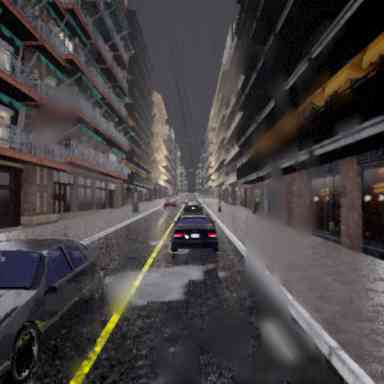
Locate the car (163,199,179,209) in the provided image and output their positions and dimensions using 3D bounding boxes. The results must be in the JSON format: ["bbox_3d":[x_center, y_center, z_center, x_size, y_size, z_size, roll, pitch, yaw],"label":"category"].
[{"bbox_3d":[-2.814,1.610,45.313,1.895,1.301,4.718,0,0,0],"label":"car"}]

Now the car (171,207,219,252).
[{"bbox_3d":[0.109,1.562,14.015,2.033,1.411,5.357,0,0,0],"label":"car"}]

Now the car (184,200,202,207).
[{"bbox_3d":[0.121,1.579,35.201,1.994,1.385,4.181,0,0,0],"label":"car"}]

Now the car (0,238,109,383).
[{"bbox_3d":[-2.849,1.555,5.583,2.033,1.411,5.357,0,0,0],"label":"car"}]
